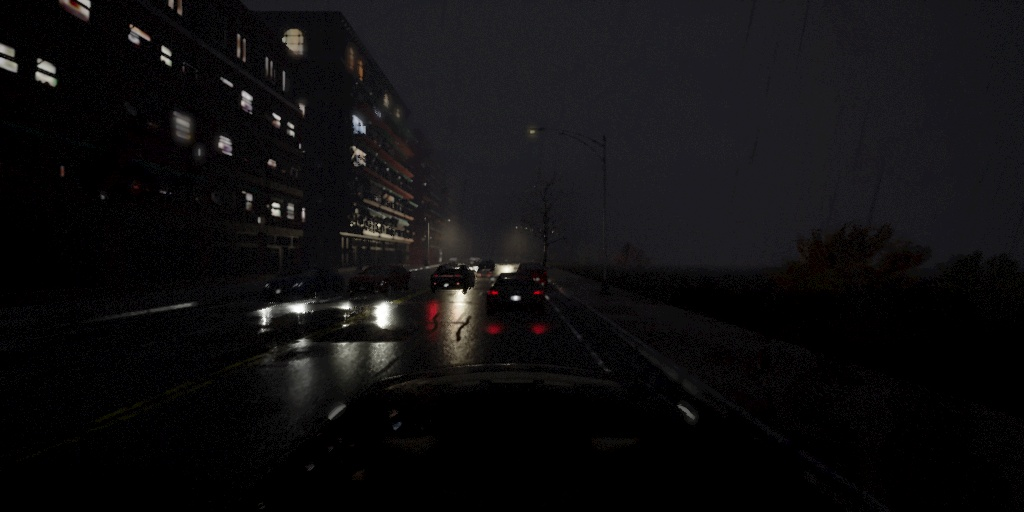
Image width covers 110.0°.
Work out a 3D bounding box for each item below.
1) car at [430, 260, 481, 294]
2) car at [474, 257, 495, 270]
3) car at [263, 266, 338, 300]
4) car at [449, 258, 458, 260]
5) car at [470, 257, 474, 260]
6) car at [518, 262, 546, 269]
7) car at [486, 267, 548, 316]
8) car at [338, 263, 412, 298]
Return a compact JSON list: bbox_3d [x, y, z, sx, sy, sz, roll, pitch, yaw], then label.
[{"bbox_3d":[-3.127,1.166,19.552,2.128,1.511,4.902,0,0,0],"label":"car"},{"bbox_3d":[-3.095,1.054,44.271,2.128,1.511,4.902,0,0,0],"label":"car"},{"bbox_3d":[-9.830,1.208,17.405,1.812,1.442,4.674,0,0,0],"label":"car"},{"bbox_3d":[-9.727,1.056,59.817,1.994,1.385,4.181,0,0,1],"label":"car"},{"bbox_3d":[-6.474,0.978,61.040,2.128,1.511,4.902,0,0,1],"label":"car"},{"bbox_3d":[1.165,1.137,22.679,1.882,1.535,5.008,0,0,0],"label":"car"},{"bbox_3d":[0.117,1.265,13.156,1.994,1.385,4.181,0,0,0],"label":"car"},{"bbox_3d":[-6.579,1.156,18.271,1.882,1.535,5.008,0,0,0],"label":"car"}]
